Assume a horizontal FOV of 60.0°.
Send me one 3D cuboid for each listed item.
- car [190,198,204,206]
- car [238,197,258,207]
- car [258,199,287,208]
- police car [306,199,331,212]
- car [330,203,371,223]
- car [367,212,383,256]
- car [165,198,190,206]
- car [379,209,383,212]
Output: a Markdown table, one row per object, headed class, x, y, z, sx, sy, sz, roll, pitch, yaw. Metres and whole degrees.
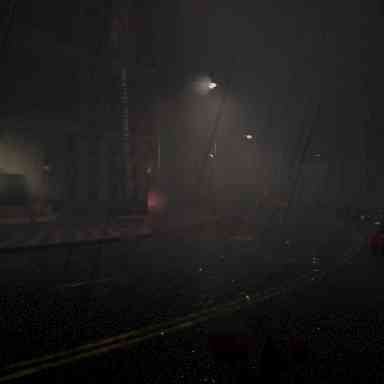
| class | x | y | z | sx | sy | sz | roll | pitch | yaw |
| --- | --- | --- | --- | --- | --- | --- | --- | --- | --- |
| car | 0.358 | 1.870 | 63.063 | 1.837 | 1.490 | 4.892 | 1 | -1 | -31 |
| car | 10.605 | 1.789 | 61.662 | 2.097 | 1.767 | 4.553 | 1 | 0 | -31 |
| car | 13.756 | 1.908 | 55.802 | 1.882 | 1.535 | 5.008 | 1 | 0 | -25 |
| police car | 17.327 | 1.824 | 45.146 | 1.930 | 1.638 | 5.238 | 1 | 0 | -12 |
| car | 13.559 | 1.796 | 28.200 | 1.812 | 1.442 | 4.674 | 0 | 0 | 7 |
| car | 8.283 | 1.706 | 13.128 | 1.994 | 1.385 | 4.181 | 0 | 0 | 31 |
| car | -3.137 | 1.876 | 62.104 | 2.033 | 1.411 | 5.357 | 1 | 0 | -31 |
| car | 16.959 | 1.786 | 27.199 | 2.128 | 1.511 | 4.902 | 0 | 0 | 7 |
